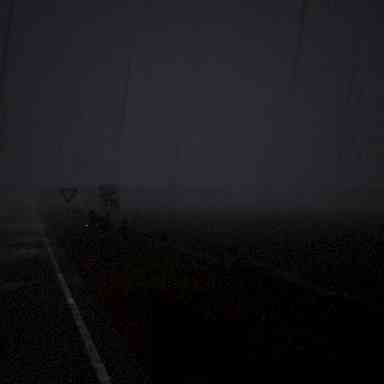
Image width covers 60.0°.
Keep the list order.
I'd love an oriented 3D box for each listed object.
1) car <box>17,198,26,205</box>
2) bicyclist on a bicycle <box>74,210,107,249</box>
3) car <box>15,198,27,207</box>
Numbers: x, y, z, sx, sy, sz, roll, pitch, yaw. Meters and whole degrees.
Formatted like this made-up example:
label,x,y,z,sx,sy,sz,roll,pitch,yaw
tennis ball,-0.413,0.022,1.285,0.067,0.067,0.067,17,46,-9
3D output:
label,x,y,z,sx,sy,sz,roll,pitch,yaw
car,-36.492,2.010,71.256,1.812,1.442,4.674,1,-1,-26
bicyclist on a bicycle,-4.072,1.581,13.963,1.656,1.620,0.582,1,-1,-26
car,-31.761,1.986,61.749,2.033,1.411,5.357,1,-1,-26
